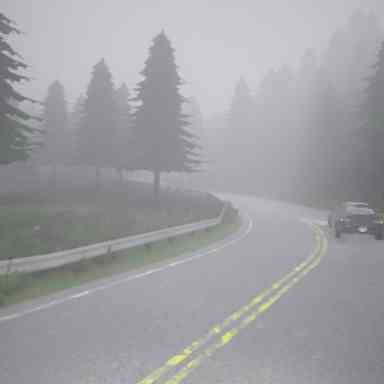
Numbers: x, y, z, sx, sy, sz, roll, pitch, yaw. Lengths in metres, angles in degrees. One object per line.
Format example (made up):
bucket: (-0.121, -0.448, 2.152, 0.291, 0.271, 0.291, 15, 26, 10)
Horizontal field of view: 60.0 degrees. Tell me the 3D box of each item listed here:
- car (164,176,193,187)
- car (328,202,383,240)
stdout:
car: (-1.768, -1.356, 42.135, 1.837, 1.490, 4.892, 1, 6, -33)
car: (7.487, 1.212, 15.436, 1.812, 1.442, 4.674, 2, 3, 17)
